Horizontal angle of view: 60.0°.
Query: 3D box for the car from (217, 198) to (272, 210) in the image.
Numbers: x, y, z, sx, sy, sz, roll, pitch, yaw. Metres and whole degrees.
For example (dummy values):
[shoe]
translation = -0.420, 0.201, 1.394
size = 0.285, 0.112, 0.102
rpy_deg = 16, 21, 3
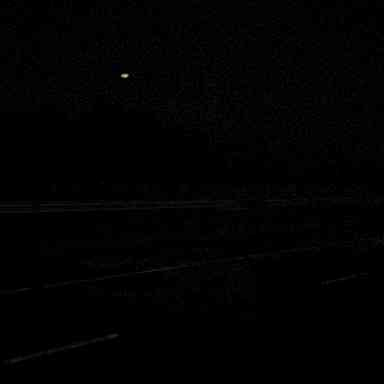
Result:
[car]
translation = 3.646, 1.347, 23.352
size = 4.553, 1.767, 2.097
rpy_deg = 0, 0, -34
